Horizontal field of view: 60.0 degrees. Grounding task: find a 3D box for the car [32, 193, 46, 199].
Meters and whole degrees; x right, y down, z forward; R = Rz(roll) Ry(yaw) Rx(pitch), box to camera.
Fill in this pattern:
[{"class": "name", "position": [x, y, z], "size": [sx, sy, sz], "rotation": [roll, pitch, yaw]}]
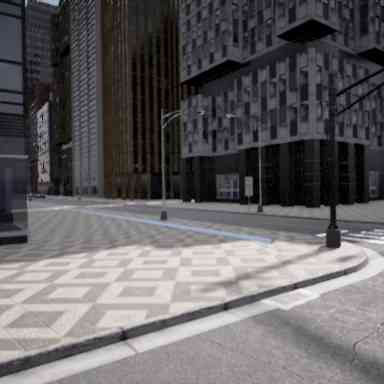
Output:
[{"class": "car", "position": [-39.529, 1.159, 86.469], "size": [1.895, 1.301, 4.718], "rotation": [-1, 1, -35]}]
